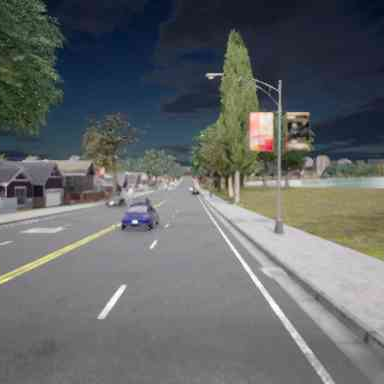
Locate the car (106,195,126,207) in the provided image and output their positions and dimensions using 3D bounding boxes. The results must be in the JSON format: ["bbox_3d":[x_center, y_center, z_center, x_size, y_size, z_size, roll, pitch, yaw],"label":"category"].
[{"bbox_3d":[-9.834,1.188,43.199,2.128,1.511,4.902,0,1,0],"label":"car"}]

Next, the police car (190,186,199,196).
[{"bbox_3d":[0.974,0.075,86.876,1.930,1.638,5.238,0,2,0],"label":"police car"}]

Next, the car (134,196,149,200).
[{"bbox_3d":[-6.583,1.258,43.457,1.994,1.385,4.181,0,1,0],"label":"car"}]

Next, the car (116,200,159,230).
[{"bbox_3d":[-3.148,1.457,20.609,1.812,1.442,4.674,0,0,0],"label":"car"}]
